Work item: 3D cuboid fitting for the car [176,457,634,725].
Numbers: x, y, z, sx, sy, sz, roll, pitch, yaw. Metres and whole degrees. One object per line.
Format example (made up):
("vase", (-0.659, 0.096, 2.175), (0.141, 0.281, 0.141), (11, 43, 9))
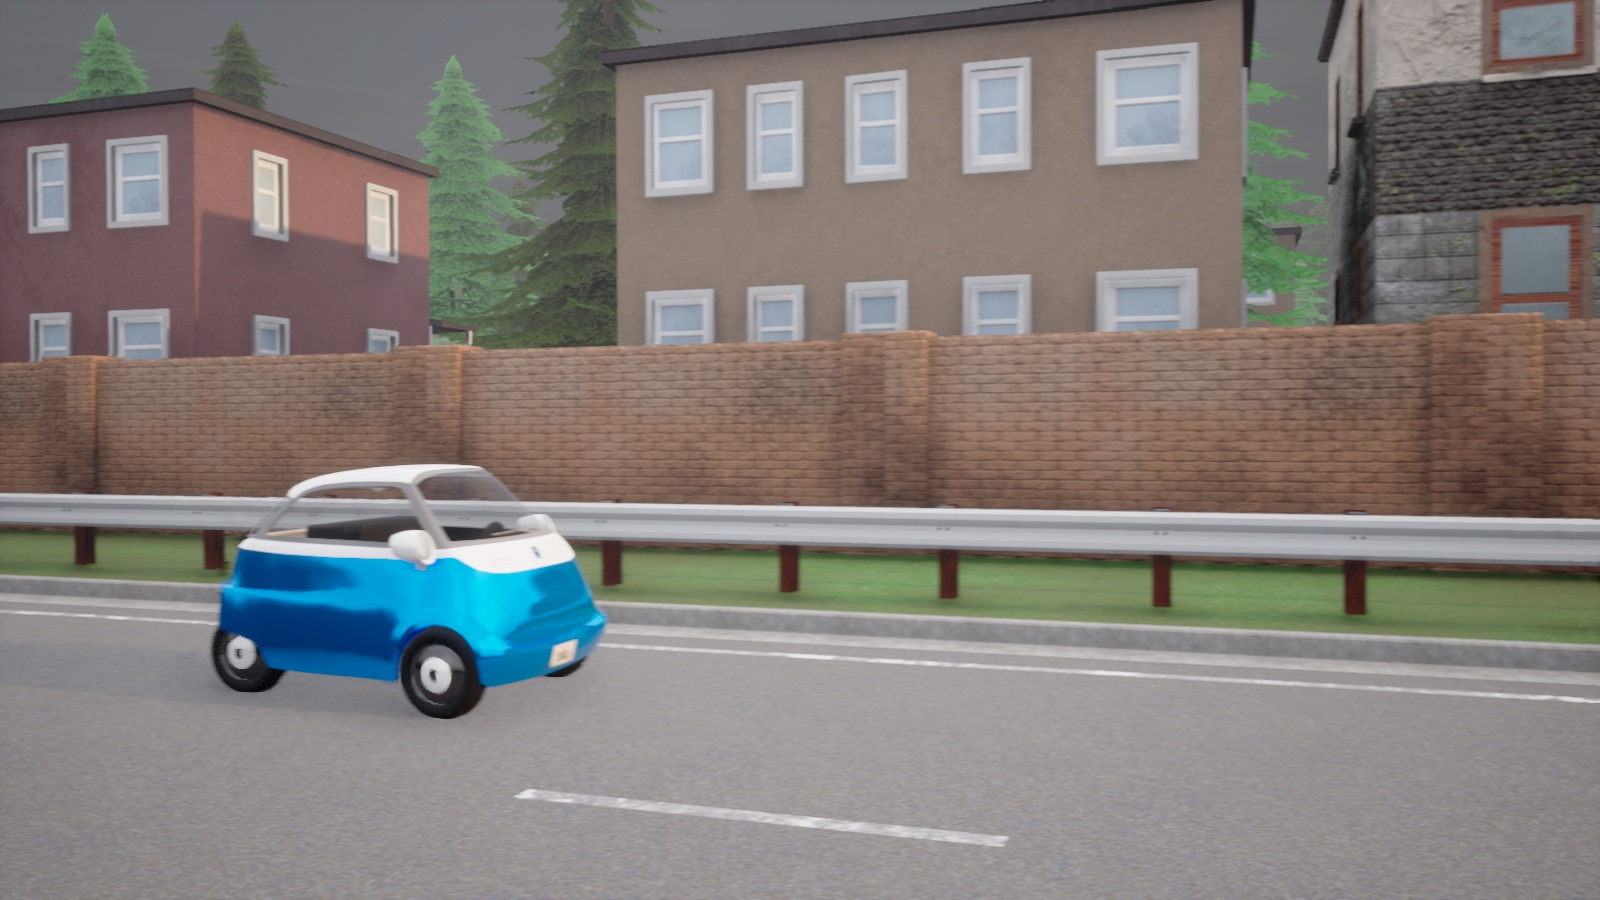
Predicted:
("car", (-2.346, 0.750, 7.660), (2.207, 1.376, 1.481), (0, 1, 18))
